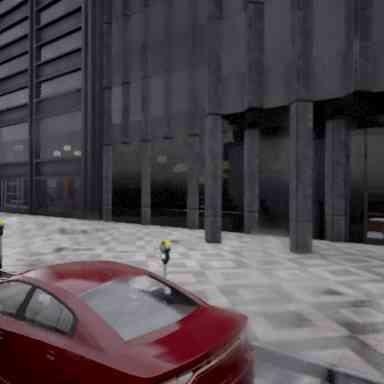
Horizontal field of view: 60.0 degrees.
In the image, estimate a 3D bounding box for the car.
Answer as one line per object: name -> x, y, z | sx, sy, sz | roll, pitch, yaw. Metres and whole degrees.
car -> -1.495, 1.521, 4.031 | 4.507, 1.381, 1.887 | 0, 0, 36
